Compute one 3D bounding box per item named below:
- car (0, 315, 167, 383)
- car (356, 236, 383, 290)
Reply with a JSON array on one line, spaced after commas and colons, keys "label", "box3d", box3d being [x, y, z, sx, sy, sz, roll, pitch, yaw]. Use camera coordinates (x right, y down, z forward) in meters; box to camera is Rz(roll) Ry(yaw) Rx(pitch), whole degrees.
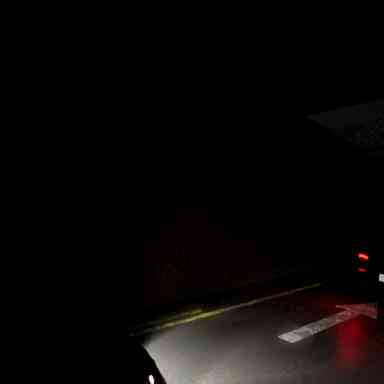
[{"label": "car", "box3d": [-2.208, 1.564, 2.267, 4.181, 1.385, 1.994, 0, 0, -35]}, {"label": "car", "box3d": [5.678, 1.526, 7.819, 4.674, 1.442, 1.812, 0, 0, -35]}]
